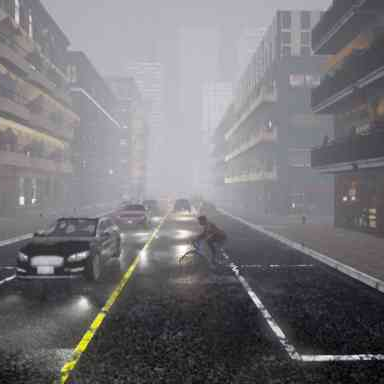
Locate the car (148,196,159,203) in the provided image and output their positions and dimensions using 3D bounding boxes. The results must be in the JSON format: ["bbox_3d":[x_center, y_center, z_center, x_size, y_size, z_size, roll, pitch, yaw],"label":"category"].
[{"bbox_3d":[-7.850,1.535,68.263,2.008,1.369,4.403,-1,0,-2],"label":"car"}]

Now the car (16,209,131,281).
[{"bbox_3d":[-3.367,1.490,9.917,2.128,1.511,4.902,0,0,-2],"label":"car"}]

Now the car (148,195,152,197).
[{"bbox_3d":[-7.090,1.539,45.867,2.008,1.369,4.403,-1,0,-2],"label":"car"}]

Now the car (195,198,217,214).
[{"bbox_3d":[1.614,1.573,34.908,1.802,1.307,4.206,-1,0,-2],"label":"car"}]

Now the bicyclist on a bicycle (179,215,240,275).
[{"bbox_3d":[0.463,1.449,8.960,1.656,1.620,0.582,-2,0,-2],"label":"bicyclist on a bicycle"}]

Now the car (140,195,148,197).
[{"bbox_3d":[-6.912,1.429,40.268,1.967,1.590,4.097,-1,0,-2],"label":"car"}]

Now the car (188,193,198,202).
[{"bbox_3d":[0.171,1.297,79.702,2.192,1.841,5.009,-1,0,-2],"label":"car"}]

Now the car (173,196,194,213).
[{"bbox_3d":[-1.062,1.493,36.940,1.837,1.490,4.892,0,0,-2],"label":"car"}]

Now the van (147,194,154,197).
[{"bbox_3d":[-7.273,1.328,51.466,1.690,1.788,3.998,-1,0,-2],"label":"van"}]

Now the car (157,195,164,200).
[{"bbox_3d":[-8.562,1.563,90.659,1.802,1.307,4.206,-1,0,-2],"label":"car"}]

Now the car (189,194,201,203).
[{"bbox_3d":[0.531,1.299,68.503,2.192,1.841,5.009,-1,0,-2],"label":"car"}]

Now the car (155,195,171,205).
[{"bbox_3d":[-4.960,1.338,60.414,2.097,1.767,4.553,0,0,-1],"label":"car"}]

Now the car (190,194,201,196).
[{"bbox_3d":[0.891,1.301,57.305,2.192,1.841,5.009,-1,0,-2],"label":"car"}]

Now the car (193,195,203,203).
[{"bbox_3d":[1.248,1.514,46.276,1.752,1.417,4.829,-1,0,-2],"label":"car"}]

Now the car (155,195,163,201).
[{"bbox_3d":[-8.382,1.563,85.060,1.802,1.307,4.206,-1,0,-2],"label":"car"}]

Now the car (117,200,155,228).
[{"bbox_3d":[-3.751,1.519,22.051,1.812,1.442,4.674,0,0,-1],"label":"car"}]

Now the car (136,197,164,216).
[{"bbox_3d":[-4.050,1.496,32.779,1.837,1.490,4.892,0,0,-1],"label":"car"}]

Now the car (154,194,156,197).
[{"bbox_3d":[-7.656,1.300,62.664,2.192,1.841,5.009,-1,0,-2],"label":"car"}]

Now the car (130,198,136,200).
[{"bbox_3d":[-6.730,1.573,34.669,1.802,1.307,4.206,-1,0,-2],"label":"car"}]
